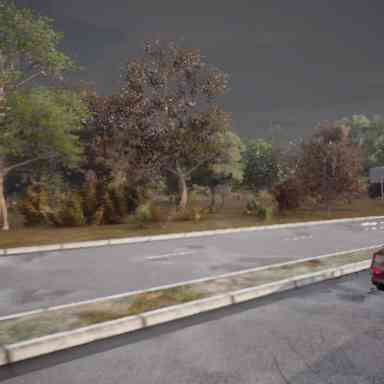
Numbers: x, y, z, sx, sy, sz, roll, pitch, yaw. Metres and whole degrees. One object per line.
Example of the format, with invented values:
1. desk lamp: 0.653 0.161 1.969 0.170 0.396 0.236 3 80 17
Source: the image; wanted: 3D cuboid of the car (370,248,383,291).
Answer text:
1. car: 5.866 1.514 7.617 4.674 1.442 1.812 0 0 -35
